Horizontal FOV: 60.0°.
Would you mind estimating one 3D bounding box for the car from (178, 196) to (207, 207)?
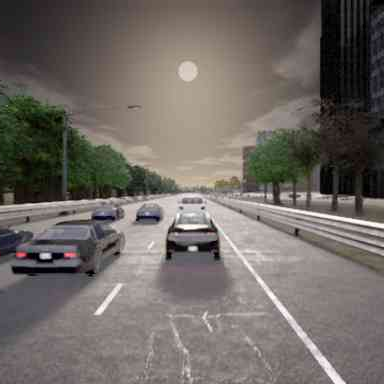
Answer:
[{"bbox_3d":[0.026,1.301,26.441,2.150,2.045,5.566,0,0,0],"label":"car"}]

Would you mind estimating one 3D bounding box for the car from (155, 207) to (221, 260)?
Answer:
[{"bbox_3d":[0.041,1.532,12.617,2.128,1.511,4.902,0,0,0],"label":"car"}]

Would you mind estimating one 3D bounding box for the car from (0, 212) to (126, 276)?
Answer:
[{"bbox_3d":[-3.476,1.581,10.442,2.033,1.411,5.357,0,0,1],"label":"car"}]

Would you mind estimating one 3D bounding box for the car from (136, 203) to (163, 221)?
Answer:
[{"bbox_3d":[-3.462,1.646,27.928,1.994,1.385,4.181,0,0,0],"label":"car"}]

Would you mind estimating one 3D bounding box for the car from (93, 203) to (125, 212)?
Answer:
[{"bbox_3d":[-6.960,1.646,28.009,1.994,1.385,4.181,0,0,0],"label":"car"}]

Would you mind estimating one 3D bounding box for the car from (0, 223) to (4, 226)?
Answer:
[{"bbox_3d":[-6.976,1.581,10.450,2.033,1.411,5.357,0,0,1],"label":"car"}]
